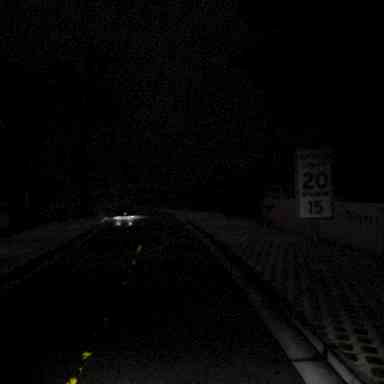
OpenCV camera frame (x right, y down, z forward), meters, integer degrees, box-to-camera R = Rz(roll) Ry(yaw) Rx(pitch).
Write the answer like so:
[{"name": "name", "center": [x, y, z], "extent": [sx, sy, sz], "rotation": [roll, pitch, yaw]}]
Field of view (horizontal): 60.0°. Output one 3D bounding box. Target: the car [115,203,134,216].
[{"name": "car", "center": [-7.692, 1.932, 37.777], "extent": [2.033, 1.411, 5.357], "rotation": [-2, -1, -14]}]
